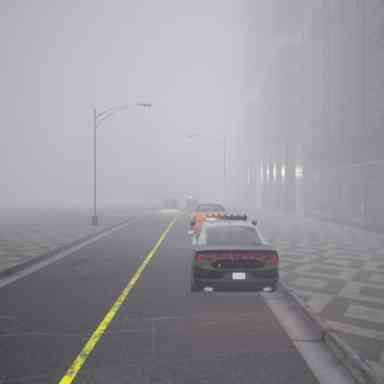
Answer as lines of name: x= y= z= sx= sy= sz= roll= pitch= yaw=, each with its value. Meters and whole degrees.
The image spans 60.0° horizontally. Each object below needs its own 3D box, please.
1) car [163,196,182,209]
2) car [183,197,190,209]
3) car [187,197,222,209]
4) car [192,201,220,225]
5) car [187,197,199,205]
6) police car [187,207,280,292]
car: x=-2.900 y=1.555 z=45.807 sx=2.128 sy=1.511 sz=4.902 roll=0 pitch=0 yaw=0
car: x=0.113 y=1.667 z=46.539 sx=1.895 sy=1.301 sz=4.718 roll=0 pitch=0 yaw=1
car: x=0.938 y=1.361 z=18.906 sx=2.097 sy=1.767 sz=4.553 roll=0 pitch=0 yaw=0
car: x=0.953 y=1.496 z=24.936 sx=1.882 sy=1.535 sz=5.008 roll=0 pitch=0 yaw=0
car: x=0.131 y=1.601 z=60.397 sx=2.128 sy=1.511 sz=4.902 roll=0 pitch=0 yaw=0
police car: x=0.917 y=1.427 z=9.045 sx=1.930 sy=1.638 sz=5.238 roll=0 pitch=0 yaw=0
